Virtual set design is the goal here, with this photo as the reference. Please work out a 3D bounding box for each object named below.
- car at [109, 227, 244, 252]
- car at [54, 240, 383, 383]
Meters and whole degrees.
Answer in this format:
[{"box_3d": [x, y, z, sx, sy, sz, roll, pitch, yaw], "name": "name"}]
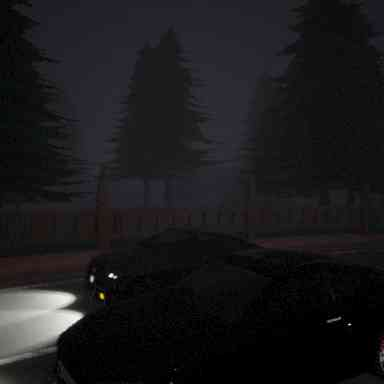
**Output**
[{"box_3d": [-0.180, 1.519, 7.426, 4.181, 1.385, 1.994, 0, 0, -28], "name": "car"}, {"box_3d": [0.824, 1.504, 4.098, 4.674, 1.442, 1.812, 0, 0, -29], "name": "car"}]
